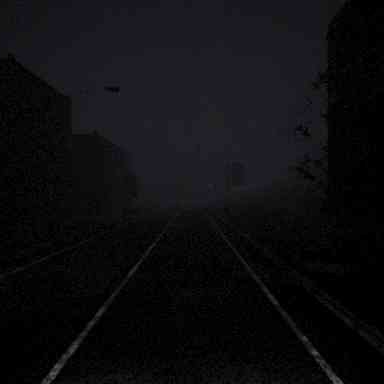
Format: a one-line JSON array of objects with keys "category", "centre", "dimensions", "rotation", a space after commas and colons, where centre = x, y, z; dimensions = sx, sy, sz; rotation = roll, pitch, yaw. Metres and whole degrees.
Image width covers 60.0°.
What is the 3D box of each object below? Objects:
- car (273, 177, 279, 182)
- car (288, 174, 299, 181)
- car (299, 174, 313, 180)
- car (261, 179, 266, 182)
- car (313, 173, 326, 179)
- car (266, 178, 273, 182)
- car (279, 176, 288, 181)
[{"category": "car", "centre": [22.064, -2.999, 81.590], "dimensions": [2.002, 1.452, 4.674], "rotation": [0, 0, -3]}, {"category": "car", "centre": [22.888, -3.075, 70.547], "dimensions": [2.185, 1.767, 4.553], "rotation": [0, 0, -5]}, {"category": "car", "centre": [23.510, -2.874, 64.855], "dimensions": [2.163, 1.488, 4.792], "rotation": [0, 0, -6]}, {"category": "car", "centre": [21.697, -3.100, 92.651], "dimensions": [2.231, 1.521, 4.892], "rotation": [0, 0, -1]}, {"category": "car", "centre": [24.215, -2.819, 59.380], "dimensions": [2.002, 1.452, 4.674], "rotation": [0, 0, -7]}, {"category": "car", "centre": [21.828, -3.078, 87.132], "dimensions": [2.231, 1.521, 4.892], "rotation": [0, 0, -1]}, {"category": "car", "centre": [22.418, -2.994, 76.052], "dimensions": [2.097, 1.535, 5.008], "rotation": [0, 0, -4]}]
